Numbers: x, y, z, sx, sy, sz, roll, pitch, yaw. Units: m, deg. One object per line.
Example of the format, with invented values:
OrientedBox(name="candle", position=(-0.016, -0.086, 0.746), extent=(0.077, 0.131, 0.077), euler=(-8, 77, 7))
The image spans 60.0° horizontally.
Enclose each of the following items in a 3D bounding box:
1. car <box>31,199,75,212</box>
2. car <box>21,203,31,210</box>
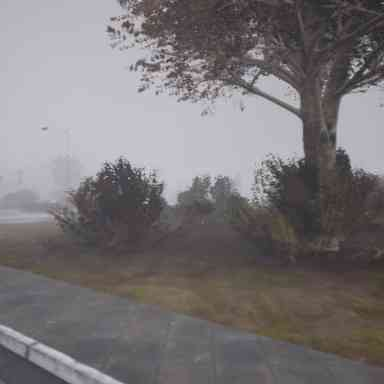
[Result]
OrientedBox(name="car", position=(-15.796, 1.528, 38.851), extent=(1.812, 1.442, 4.674), euler=(0, 0, 33))
OrientedBox(name="car", position=(-18.458, 1.601, 41.187), extent=(1.895, 1.301, 4.718), euler=(0, 0, 33))
